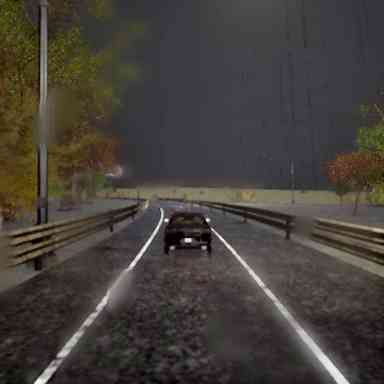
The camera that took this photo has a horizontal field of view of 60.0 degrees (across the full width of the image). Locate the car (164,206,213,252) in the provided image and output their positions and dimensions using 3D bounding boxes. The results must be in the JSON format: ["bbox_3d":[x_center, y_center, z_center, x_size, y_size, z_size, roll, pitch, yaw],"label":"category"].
[{"bbox_3d":[-0.203,1.614,14.567,1.882,1.535,5.008,0,0,-2],"label":"car"}]

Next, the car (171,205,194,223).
[{"bbox_3d":[-0.893,1.875,29.230,1.895,1.301,4.718,0,-1,-4],"label":"car"}]
